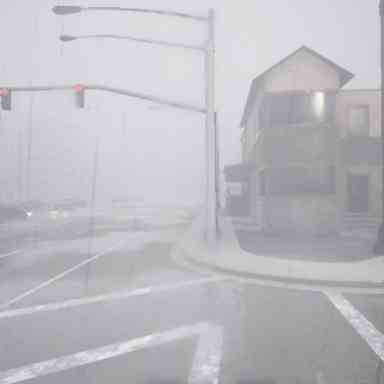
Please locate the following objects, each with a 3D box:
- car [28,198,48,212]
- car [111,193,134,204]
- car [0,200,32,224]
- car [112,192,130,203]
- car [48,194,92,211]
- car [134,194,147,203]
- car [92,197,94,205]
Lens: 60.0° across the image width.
[{"bbox_3d":[-17.197,1.408,36.217,1.994,1.385,4.181,-1,1,5],"label":"car"},{"bbox_3d":[-11.961,1.262,55.895,2.033,1.411,5.357,-1,-1,5],"label":"car"},{"bbox_3d":[-14.601,1.595,25.461,1.994,1.385,4.181,-1,1,5],"label":"car"},{"bbox_3d":[-14.399,1.192,67.742,2.150,2.045,5.566,-1,-1,5],"label":"car"},{"bbox_3d":[-13.578,1.330,37.444,2.033,1.411,5.357,-1,1,5],"label":"car"},{"bbox_3d":[-10.790,1.325,68.857,2.097,1.767,4.553,-1,-1,5],"label":"car"},{"bbox_3d":[-16.108,1.061,48.842,2.097,1.767,4.553,-1,0,5],"label":"car"}]
